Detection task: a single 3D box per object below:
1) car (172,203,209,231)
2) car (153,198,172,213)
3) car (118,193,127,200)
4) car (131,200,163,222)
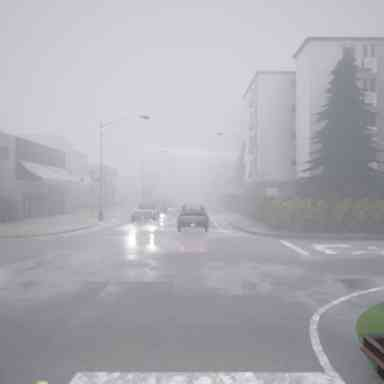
[{"bbox_3d":[0.053,1.536,21.035,2.128,1.511,4.902,0,2,0],"label":"car"},{"bbox_3d":[-3.681,1.503,37.152,2.128,1.511,4.902,0,0,0],"label":"car"},{"bbox_3d":[-19.139,1.518,92.076,2.007,1.523,4.514,0,0,0],"label":"car"},{"bbox_3d":[-3.660,1.609,26.767,1.895,1.301,4.718,0,0,0],"label":"car"}]
